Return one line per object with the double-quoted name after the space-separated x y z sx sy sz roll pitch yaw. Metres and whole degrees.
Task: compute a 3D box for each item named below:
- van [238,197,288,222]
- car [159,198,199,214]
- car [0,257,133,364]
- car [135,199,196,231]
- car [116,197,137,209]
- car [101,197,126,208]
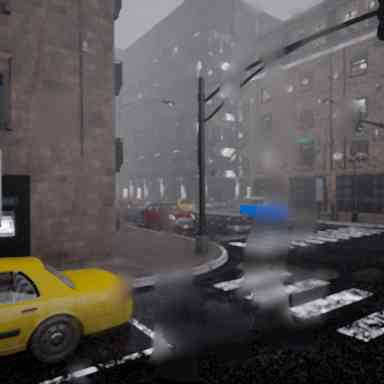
5.290 1.262 25.200 1.690 1.788 3.998 0 0 -36 "van"
-1.468 1.431 34.497 1.752 1.417 4.829 -1 0 -36 "car"
-3.194 1.526 4.287 4.829 1.417 1.752 0 0 -36 "car"
-1.499 1.430 20.288 1.967 1.590 4.097 0 0 -36 "car"
-8.027 1.445 43.517 1.887 1.381 4.507 -1 0 -36 "car"
-11.356 1.445 48.096 1.887 1.381 4.507 -1 0 -36 "car"
